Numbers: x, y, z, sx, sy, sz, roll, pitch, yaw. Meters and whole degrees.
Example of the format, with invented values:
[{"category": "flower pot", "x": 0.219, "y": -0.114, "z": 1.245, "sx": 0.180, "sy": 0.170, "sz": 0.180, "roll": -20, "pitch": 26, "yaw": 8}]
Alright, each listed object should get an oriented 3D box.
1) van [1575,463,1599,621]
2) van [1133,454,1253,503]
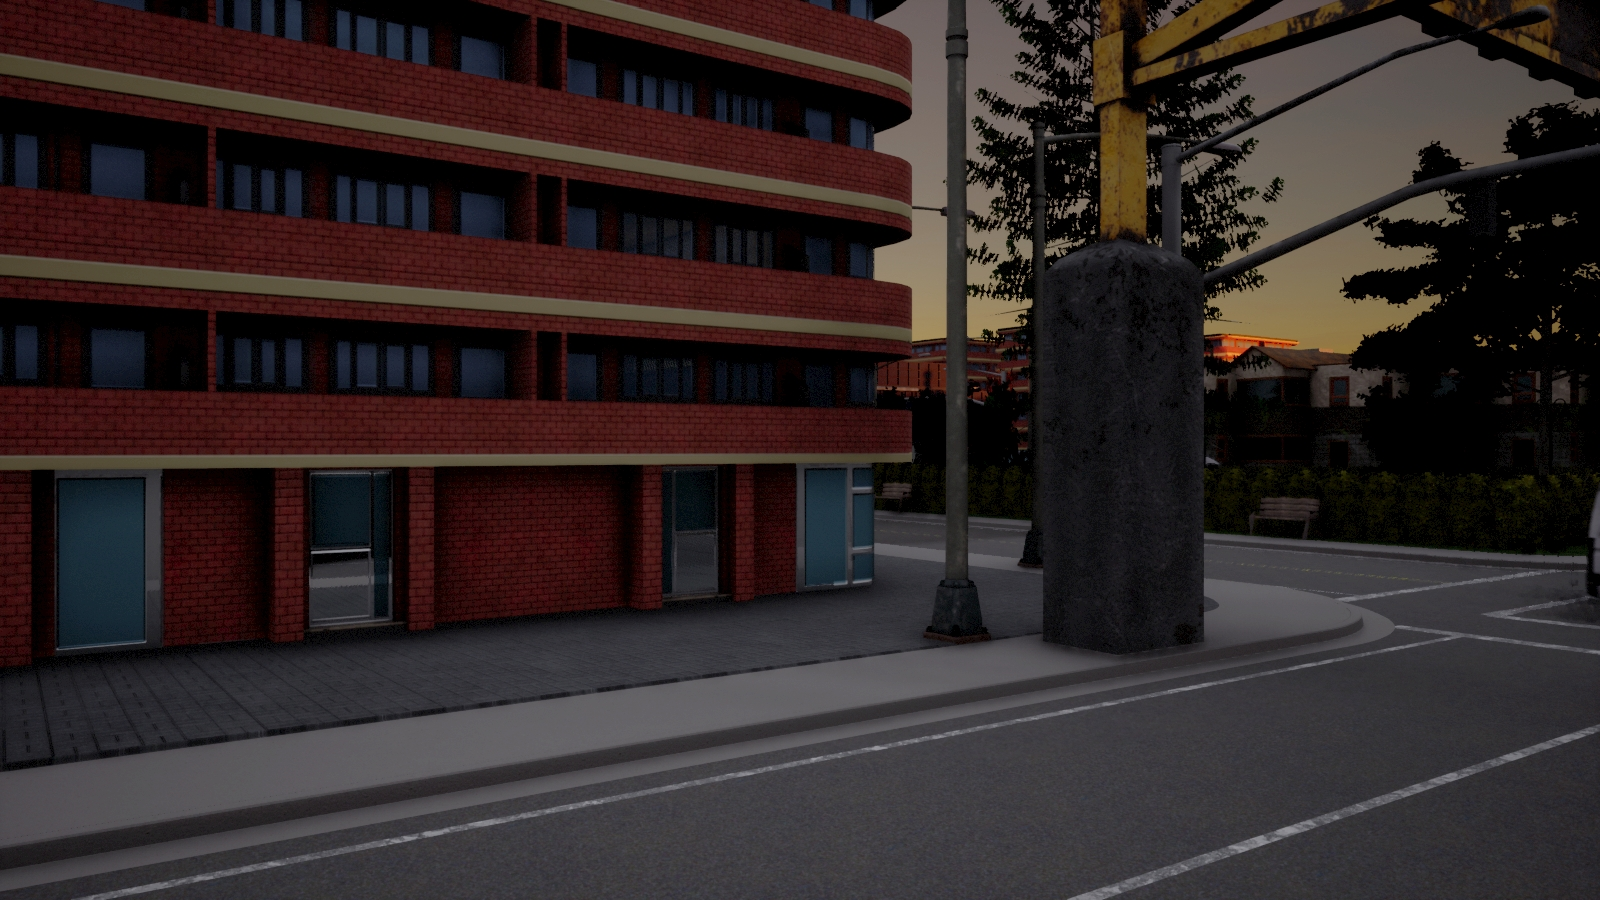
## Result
[{"category": "van", "x": 14.352, "y": 1.525, "z": 16.210, "sx": 1.988, "sy": 2.561, "sz": 5.915, "roll": 2, "pitch": 0, "yaw": -9}, {"category": "van", "x": 21.092, "y": 1.512, "z": 61.545, "sx": 5.915, "sy": 2.561, "sz": 1.988, "roll": 0, "pitch": 0, "yaw": 10}]
